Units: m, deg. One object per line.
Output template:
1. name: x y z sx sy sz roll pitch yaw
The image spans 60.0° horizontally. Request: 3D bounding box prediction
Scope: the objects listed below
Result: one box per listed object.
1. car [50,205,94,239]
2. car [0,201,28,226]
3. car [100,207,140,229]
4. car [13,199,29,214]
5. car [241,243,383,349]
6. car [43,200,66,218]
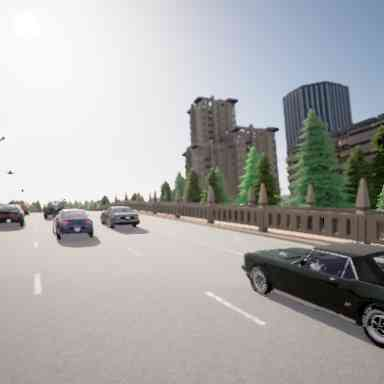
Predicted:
1. car: -6.672 1.681 18.549 1.812 1.442 4.674 0 -1 -25
2. car: -13.660 1.722 25.080 1.837 1.490 4.892 0 0 -25
3. car: -5.211 1.742 23.621 2.033 1.411 5.357 0 0 -25
4. car: -19.742 1.714 37.843 2.097 1.767 4.553 0 -1 -24
5. car: 2.963 1.650 6.462 1.895 1.301 4.718 0 0 -25
6. car: -13.865 1.635 33.649 2.097 1.767 4.553 0 -1 -25
